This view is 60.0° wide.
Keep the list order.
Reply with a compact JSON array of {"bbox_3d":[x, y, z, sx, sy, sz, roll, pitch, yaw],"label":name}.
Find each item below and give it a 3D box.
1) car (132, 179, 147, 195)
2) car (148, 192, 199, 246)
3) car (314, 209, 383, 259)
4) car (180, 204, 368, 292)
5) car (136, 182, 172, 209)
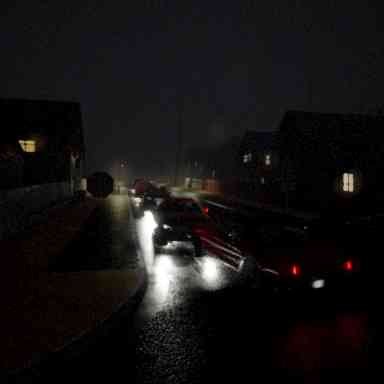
[{"bbox_3d":[-5.093,-0.393,35.528,1.882,1.535,5.008,0,3,-12],"label":"car"},{"bbox_3d":[-0.479,0.935,12.296,1.812,1.442,4.674,-1,3,-10],"label":"car"},{"bbox_3d":[5.487,1.231,9.279,4.902,1.511,2.128,6,5,35],"label":"car"},{"bbox_3d":[1.532,1.268,8.270,1.895,1.301,4.718,1,4,-23],"label":"car"},{"bbox_3d":[-2.556,0.295,23.399,2.128,1.511,4.902,0,3,-12],"label":"car"}]
